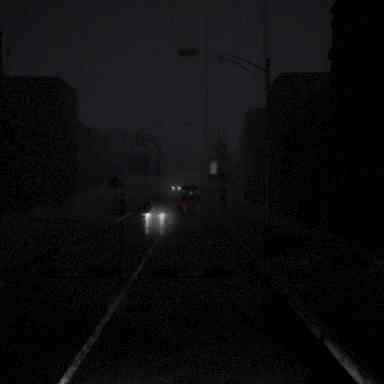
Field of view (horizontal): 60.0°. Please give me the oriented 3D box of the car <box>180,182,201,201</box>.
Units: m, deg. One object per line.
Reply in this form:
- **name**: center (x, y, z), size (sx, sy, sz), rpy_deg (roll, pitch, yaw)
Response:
- **car**: center (-0.110, -0.034, 42.325), size (2.150, 2.045, 5.566), rpy_deg (0, 4, 0)

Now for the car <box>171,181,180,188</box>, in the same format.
- **car**: center (-3.359, -1.707, 72.104), size (1.994, 1.385, 4.181), rpy_deg (0, 4, 0)

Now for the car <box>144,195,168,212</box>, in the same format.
- **car**: center (-3.253, 1.006, 31.026), size (2.033, 1.411, 5.357), rpy_deg (0, 3, 0)
